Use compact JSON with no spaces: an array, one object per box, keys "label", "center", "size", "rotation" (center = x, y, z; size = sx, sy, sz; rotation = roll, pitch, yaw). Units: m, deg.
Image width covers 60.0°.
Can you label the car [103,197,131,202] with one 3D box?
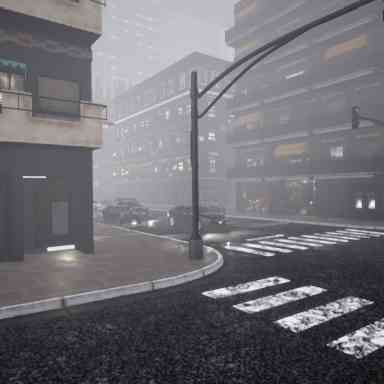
[{"label":"car","center":[-7.799,1.354,37.259],"size":[2.097,1.767,4.553],"rotation":[-1,1,-36]}]

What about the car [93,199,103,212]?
[{"label":"car","center":[-11.394,1.568,37.210],"size":[1.812,1.442,4.674],"rotation":[-1,1,-36]}]

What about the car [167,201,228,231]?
[{"label":"car","center":[0.220,1.534,21.174],"size":[1.837,1.490,4.892],"rotation":[-1,1,-36]}]

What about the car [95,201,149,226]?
[{"label":"car","center":[-5.229,1.632,24.492],"size":[1.947,1.339,4.313],"rotation":[-1,1,-36]}]

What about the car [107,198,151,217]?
[{"label":"car","center":[-5.347,1.540,28.853],"size":[1.837,1.490,4.892],"rotation":[-1,1,-36]}]

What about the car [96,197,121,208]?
[{"label":"car","center":[-11.952,1.519,47.194],"size":[1.887,1.381,4.507],"rotation":[-1,1,-36]}]

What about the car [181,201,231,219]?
[{"label":"car","center":[1.151,1.512,29.117],"size":[2.008,1.369,4.403],"rotation":[-1,1,-36]}]
